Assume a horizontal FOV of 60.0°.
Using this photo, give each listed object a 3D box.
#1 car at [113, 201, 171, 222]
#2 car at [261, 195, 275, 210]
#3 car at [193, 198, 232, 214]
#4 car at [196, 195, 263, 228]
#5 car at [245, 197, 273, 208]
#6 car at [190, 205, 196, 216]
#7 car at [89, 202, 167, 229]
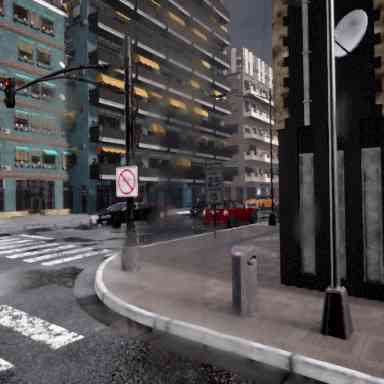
[{"bbox_3d":[-3.833,1.461,26.221,1.887,1.381,4.507,-1,0,36],"label":"car"},{"bbox_3d":[7.654,1.094,37.452,2.097,1.767,4.553,-1,0,36],"label":"car"},{"bbox_3d":[2.183,1.386,34.337,2.008,1.369,4.403,-1,0,36],"label":"car"},{"bbox_3d":[2.386,1.202,20.184,1.967,1.590,4.097,-1,0,36],"label":"car"},{"bbox_3d":[8.847,1.313,43.500,1.947,1.339,4.313,-1,0,36],"label":"car"},{"bbox_3d":[1.707,1.325,29.291,1.837,1.490,4.892,-1,0,36],"label":"car"},{"bbox_3d":[-4.212,1.391,21.157,2.128,1.511,4.902,-1,0,36],"label":"car"}]
